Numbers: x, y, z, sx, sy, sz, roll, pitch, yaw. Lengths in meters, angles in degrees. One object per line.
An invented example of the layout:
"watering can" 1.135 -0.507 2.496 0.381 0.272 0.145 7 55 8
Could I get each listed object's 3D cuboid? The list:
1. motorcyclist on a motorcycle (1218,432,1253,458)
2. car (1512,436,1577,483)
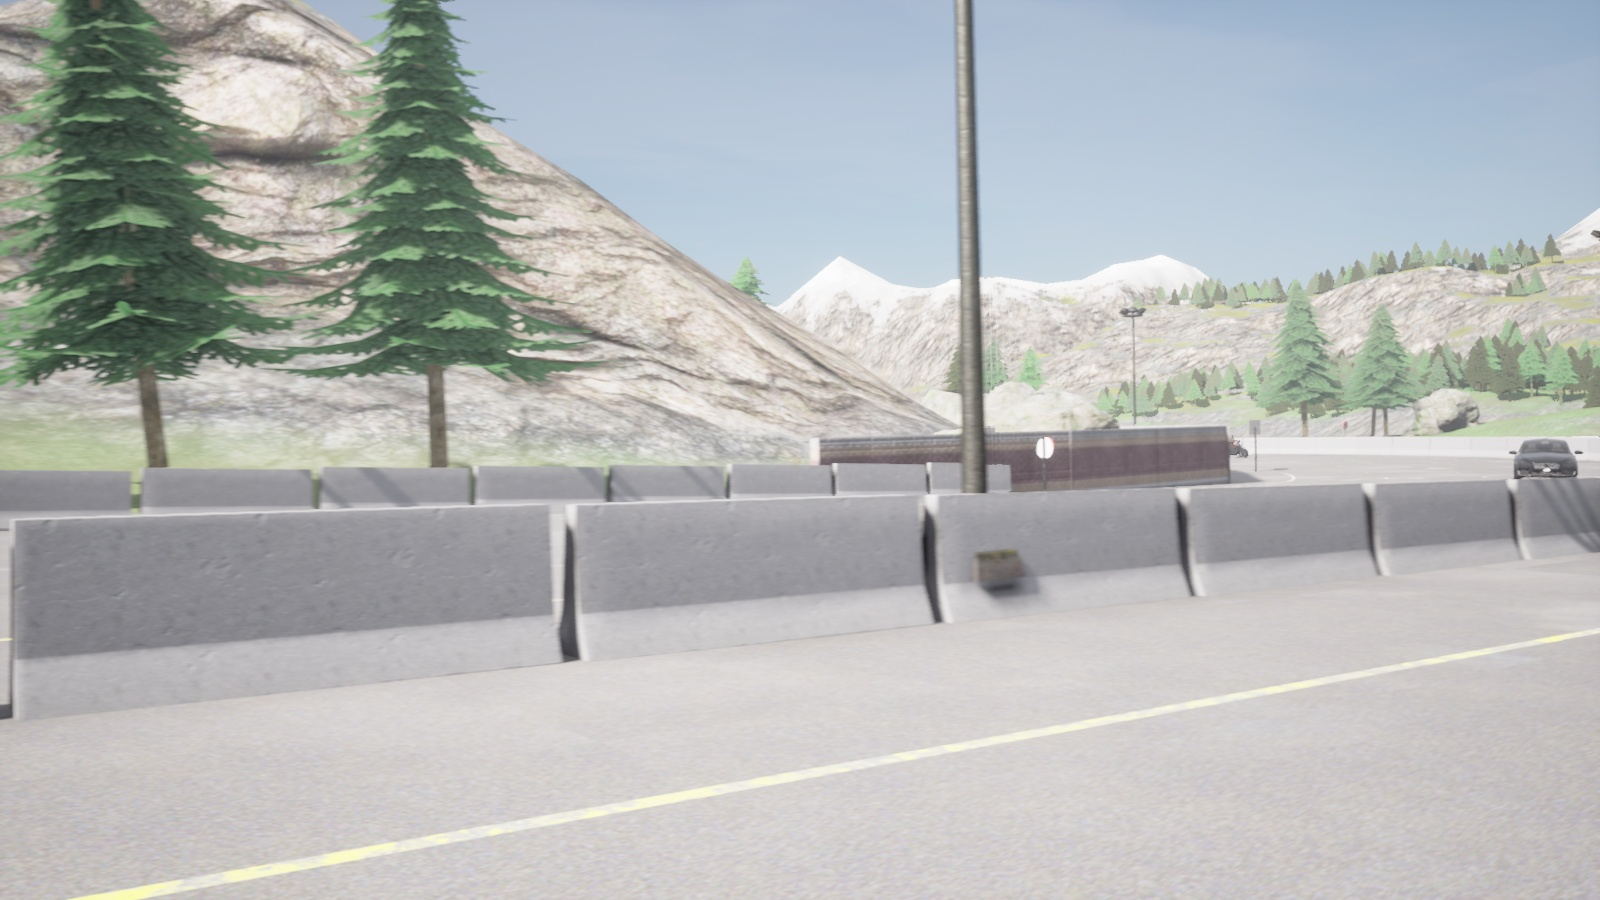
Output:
"motorcyclist on a motorcycle" 28.979 -0.349 83.541 0.766 1.649 2.350 -3 2 -22
"car" 25.745 0.284 43.550 1.837 1.490 4.892 0 1 30
